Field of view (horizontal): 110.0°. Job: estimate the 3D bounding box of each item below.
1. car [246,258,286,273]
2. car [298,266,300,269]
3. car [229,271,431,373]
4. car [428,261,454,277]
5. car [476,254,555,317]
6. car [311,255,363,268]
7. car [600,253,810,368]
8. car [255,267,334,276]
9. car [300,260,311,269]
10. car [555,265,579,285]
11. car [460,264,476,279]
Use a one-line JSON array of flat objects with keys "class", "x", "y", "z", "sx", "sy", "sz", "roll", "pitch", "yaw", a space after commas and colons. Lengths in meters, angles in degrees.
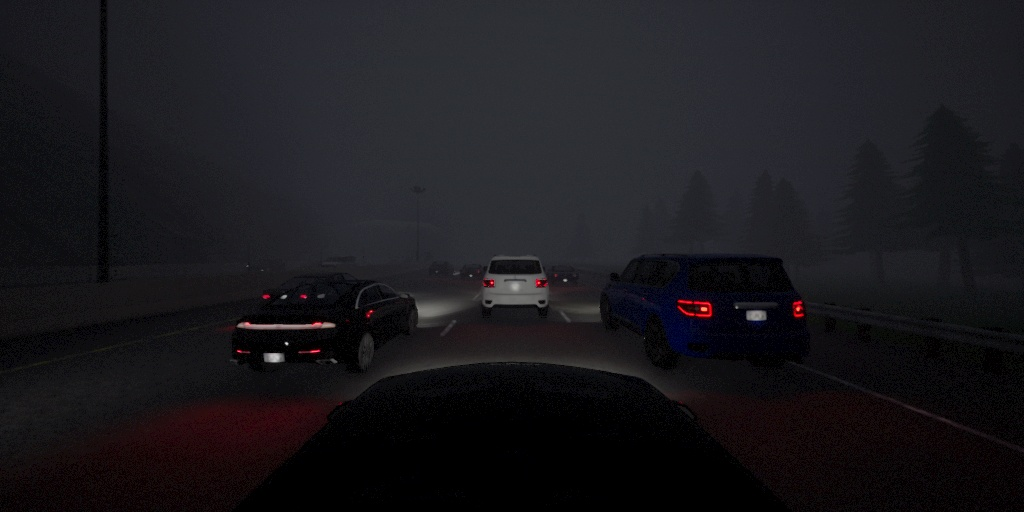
[{"class": "car", "x": -28.261, "y": 1.087, "z": 41.330, "sx": 2.097, "sy": 1.767, "sz": 4.553, "roll": 0, "pitch": 0, "yaw": -2}, {"class": "car", "x": -24.893, "y": 1.261, "z": 44.996, "sx": 1.812, "sy": 1.442, "sz": 4.674, "roll": 0, "pitch": 0, "yaw": -3}, {"class": "car", "x": -3.404, "y": 1.239, "z": 7.556, "sx": 2.128, "sy": 1.511, "sz": 4.902, "roll": 0, "pitch": 0, "yaw": 0}, {"class": "car", "x": -6.940, "y": 1.230, "z": 35.402, "sx": 2.128, "sy": 1.511, "sz": 4.902, "roll": 0, "pitch": 0, "yaw": -1}, {"class": "car", "x": 0.095, "y": 0.967, "z": 13.266, "sx": 2.150, "sy": 2.045, "sz": 5.566, "roll": 0, "pitch": 0, "yaw": 0}, {"class": "car", "x": -17.655, "y": 0.957, "z": 36.514, "sx": 2.150, "sy": 2.045, "sz": 5.566, "roll": 0, "pitch": 0, "yaw": -1}, {"class": "car", "x": 3.599, "y": 0.969, "z": 7.964, "sx": 2.150, "sy": 2.045, "sz": 5.566, "roll": 0, "pitch": 0, "yaw": 0}, {"class": "car", "x": -6.906, "y": 1.293, "z": 13.423, "sx": 2.033, "sy": 1.411, "sz": 5.357, "roll": 0, "pitch": 0, "yaw": 0}, {"class": "car", "x": -21.228, "y": 1.300, "z": 40.003, "sx": 1.994, "sy": 1.385, "sz": 4.181, "roll": 0, "pitch": 0, "yaw": -1}, {"class": "car", "x": 3.589, "y": 1.342, "z": 26.372, "sx": 1.895, "sy": 1.301, "sz": 4.718, "roll": 0, "pitch": 0, "yaw": 0}, {"class": "car", "x": -3.413, "y": 1.340, "z": 31.952, "sx": 1.895, "sy": 1.301, "sz": 4.718, "roll": 0, "pitch": 0, "yaw": 0}]
